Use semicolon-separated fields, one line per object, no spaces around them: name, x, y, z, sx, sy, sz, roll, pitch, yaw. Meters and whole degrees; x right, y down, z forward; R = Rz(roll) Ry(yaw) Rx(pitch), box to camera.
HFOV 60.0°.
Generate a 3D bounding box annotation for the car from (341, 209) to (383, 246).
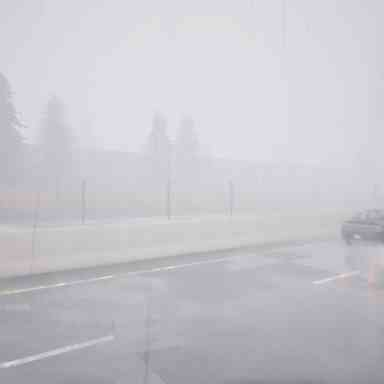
car;8.269;1.492;14.066;4.902;1.511;2.128;0;0;-35
